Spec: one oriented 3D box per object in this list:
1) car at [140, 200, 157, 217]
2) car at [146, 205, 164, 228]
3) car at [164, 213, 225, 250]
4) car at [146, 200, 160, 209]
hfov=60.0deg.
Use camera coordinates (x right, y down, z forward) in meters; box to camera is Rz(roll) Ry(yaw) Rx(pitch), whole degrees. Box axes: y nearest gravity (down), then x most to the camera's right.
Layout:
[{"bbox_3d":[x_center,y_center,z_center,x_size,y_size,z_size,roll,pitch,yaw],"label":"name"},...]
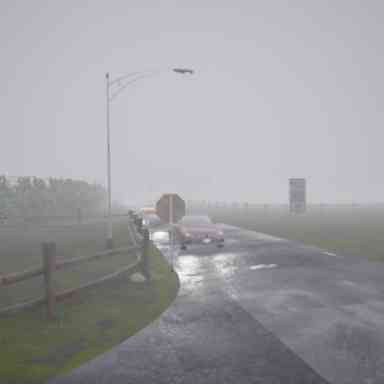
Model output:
[{"bbox_3d":[-4.751,1.946,37.158,1.882,1.535,5.008,-1,0,-12],"label":"car"},{"bbox_3d":[-2.103,1.917,25.328,1.895,1.301,4.718,-1,0,-13],"label":"car"},{"bbox_3d":[0.078,1.714,15.577,1.812,1.442,4.674,-1,-1,-13],"label":"car"},{"bbox_3d":[-7.232,2.259,61.610,2.033,1.411,5.357,-1,0,-13],"label":"car"}]
